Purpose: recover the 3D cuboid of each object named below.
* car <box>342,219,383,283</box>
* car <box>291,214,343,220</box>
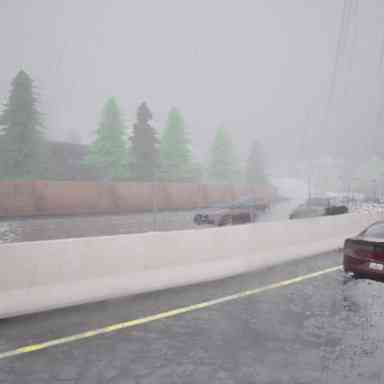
[{"bbox_3d":[5.782,1.407,8.571,5.008,1.535,1.882,0,1,-40],"label":"car"},{"bbox_3d":[7.807,1.120,20.294,2.097,1.767,4.553,2,1,44],"label":"car"}]
